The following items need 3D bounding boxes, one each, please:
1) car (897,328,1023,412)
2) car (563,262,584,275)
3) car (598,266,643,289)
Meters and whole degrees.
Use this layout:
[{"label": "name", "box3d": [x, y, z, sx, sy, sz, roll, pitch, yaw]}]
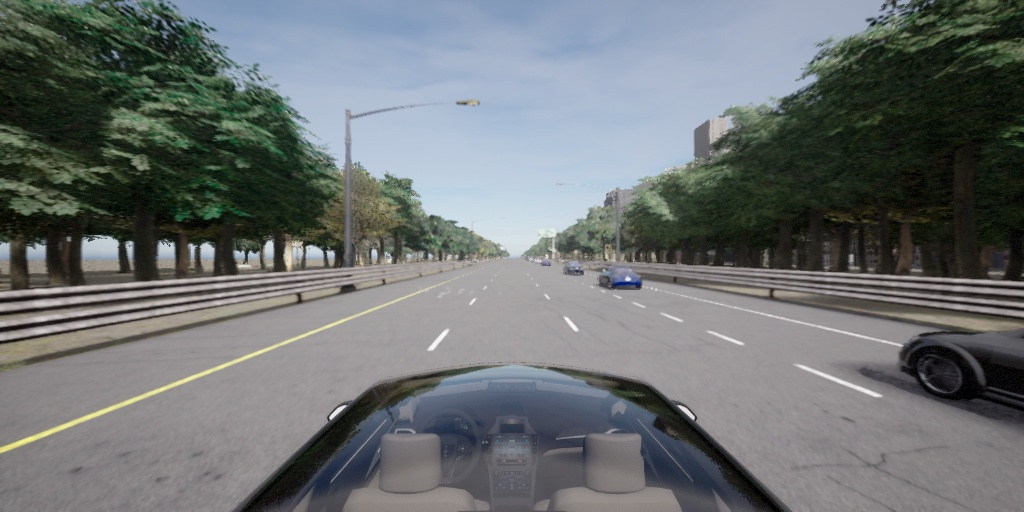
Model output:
[{"label": "car", "box3d": [7.000, 1.322, 3.806, 1.994, 1.385, 4.181, 0, 0, 0]}, {"label": "car", "box3d": [7.074, 1.396, 41.643, 2.033, 1.411, 5.357, 0, 0, 0]}, {"label": "car", "box3d": [7.019, 1.363, 23.649, 1.994, 1.385, 4.181, 0, 0, 0]}]
